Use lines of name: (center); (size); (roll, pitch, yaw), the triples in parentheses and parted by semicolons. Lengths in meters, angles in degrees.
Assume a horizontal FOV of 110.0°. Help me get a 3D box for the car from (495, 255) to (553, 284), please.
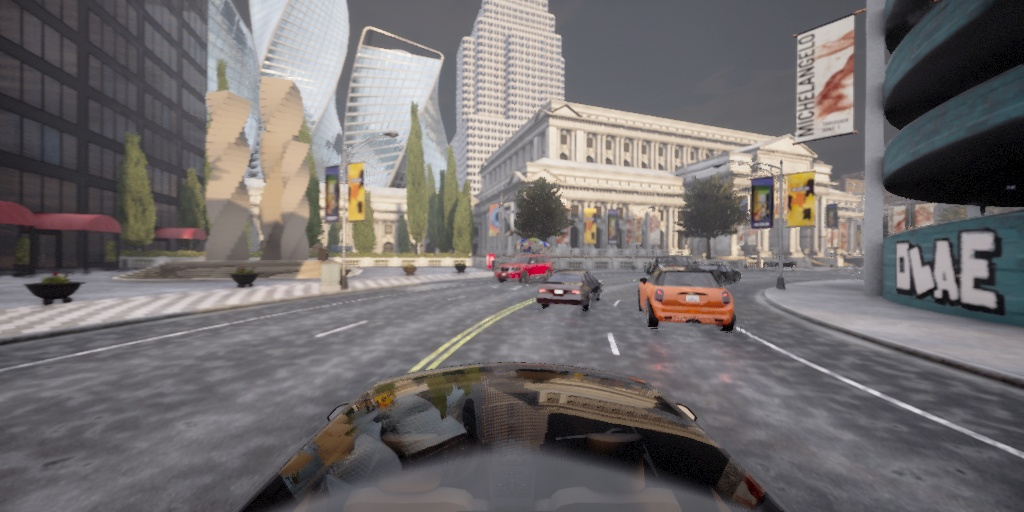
car: (1.040, 0.908, 26.819); (2.150, 2.045, 5.566); (0, 0, 36)

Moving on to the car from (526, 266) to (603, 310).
car: (2.509, 1.279, 14.666); (2.033, 1.411, 5.357); (0, 0, 21)

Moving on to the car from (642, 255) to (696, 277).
car: (15.864, 0.979, 36.190); (5.566, 2.045, 2.150); (0, 0, -31)

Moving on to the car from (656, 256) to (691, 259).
car: (14.138, 0.984, 30.533); (5.566, 2.045, 2.150); (0, 0, -39)

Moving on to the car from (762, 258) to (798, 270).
car: (35.861, 0.988, 48.075); (5.008, 1.535, 1.882); (0, 0, -19)

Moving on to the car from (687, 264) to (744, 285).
car: (15.535, 1.329, 27.253); (5.357, 1.411, 2.033); (0, 0, -40)

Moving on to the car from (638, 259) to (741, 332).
car: (5.198, 1.111, 11.260); (2.097, 1.767, 4.553); (1, 0, 15)
